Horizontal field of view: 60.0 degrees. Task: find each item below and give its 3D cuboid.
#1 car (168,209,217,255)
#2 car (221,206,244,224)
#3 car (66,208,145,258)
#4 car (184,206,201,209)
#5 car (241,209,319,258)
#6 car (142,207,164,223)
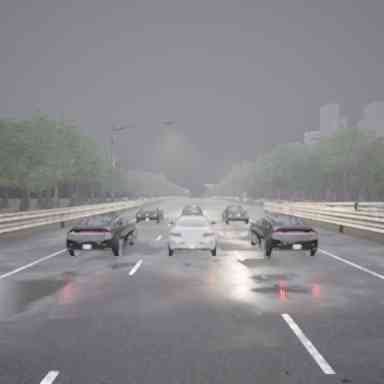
[{"bbox_3d":[0.023,1.674,13.898,1.812,1.442,4.674,0,0,0],"label":"car"},{"bbox_3d":[3.514,1.834,27.514,2.033,1.411,5.357,0,-1,0],"label":"car"},{"bbox_3d":[-3.478,1.637,13.512,2.128,1.511,4.902,0,0,0],"label":"car"},{"bbox_3d":[0.014,1.834,27.515,2.033,1.411,5.357,0,-1,0],"label":"car"},{"bbox_3d":[3.522,1.638,13.511,2.128,1.511,4.902,0,0,0],"label":"car"},{"bbox_3d":[-3.477,1.894,28.254,1.895,1.301,4.718,0,-1,1],"label":"car"}]
